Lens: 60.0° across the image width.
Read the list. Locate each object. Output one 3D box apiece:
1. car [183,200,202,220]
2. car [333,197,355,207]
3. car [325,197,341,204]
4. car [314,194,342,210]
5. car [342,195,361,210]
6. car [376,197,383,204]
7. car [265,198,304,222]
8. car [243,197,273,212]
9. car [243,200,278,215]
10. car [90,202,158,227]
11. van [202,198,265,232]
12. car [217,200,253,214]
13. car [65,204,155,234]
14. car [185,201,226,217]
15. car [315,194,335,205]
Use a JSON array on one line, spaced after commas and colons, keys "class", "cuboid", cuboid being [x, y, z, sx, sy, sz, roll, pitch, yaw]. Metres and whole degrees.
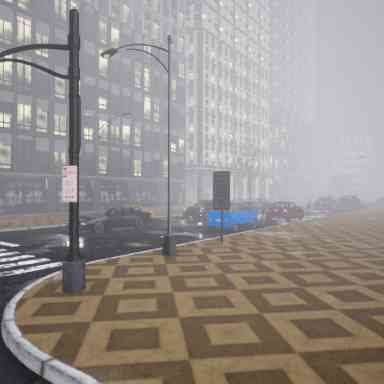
[{"class": "car", "cuboid": [1.262, 1.375, 27.552, 2.097, 1.767, 4.553, 0, 0, 38]}, {"class": "car", "cuboid": [23.988, 1.552, 52.287, 2.128, 1.511, 4.902, 0, 0, 37]}, {"class": "car", "cuboid": [28.445, 1.625, 66.977, 2.008, 1.369, 4.403, 0, 0, 38]}, {"class": "car", "cuboid": [17.940, 1.400, 44.423, 2.097, 1.767, 4.553, 0, 0, 38]}, {"class": "car", "cuboid": [21.131, 1.369, 44.529, 2.192, 1.841, 5.009, 0, 0, 38]}, {"class": "car", "cuboid": [38.082, 1.659, 66.585, 1.947, 1.339, 4.313, 0, 0, 38]}, {"class": "car", "cuboid": [7.570, 1.473, 26.882, 1.967, 1.590, 4.097, 0, 0, 38]}, {"class": "car", "cuboid": [8.103, 1.471, 40.508, 1.967, 1.590, 4.097, 0, 0, 38]}, {"class": "car", "cuboid": [7.307, 1.594, 35.406, 1.994, 1.385, 4.181, 0, 0, 38]}, {"class": "car", "cuboid": [-4.780, 1.540, 23.958, 1.752, 1.417, 4.829, 0, 0, 38]}, {"class": "van", "cuboid": [2.613, 1.368, 20.250, 1.690, 1.788, 3.998, 0, 0, 38]}, {"class": "car", "cuboid": [4.713, 1.571, 36.097, 1.887, 1.381, 4.507, 0, 0, 38]}, {"class": "car", "cuboid": [-4.711, 1.564, 19.788, 2.033, 1.411, 5.357, 0, 0, 38]}, {"class": "car", "cuboid": [1.322, 1.604, 31.685, 1.802, 1.307, 4.206, 0, 0, 38]}, {"class": "car", "cuboid": [25.055, 1.381, 62.566, 2.192, 1.841, 5.009, 0, 0, 38]}]
